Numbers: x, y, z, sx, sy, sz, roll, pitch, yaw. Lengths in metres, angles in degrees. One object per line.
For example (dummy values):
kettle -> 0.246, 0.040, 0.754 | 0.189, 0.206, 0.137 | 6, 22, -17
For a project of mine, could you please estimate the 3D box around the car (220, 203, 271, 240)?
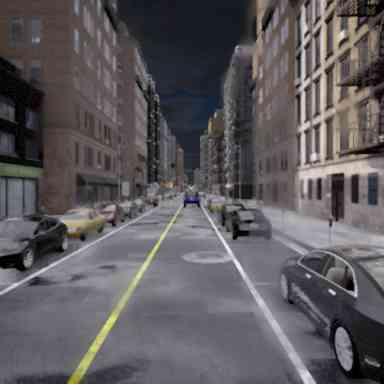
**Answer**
car -> 2.625, 1.446, 16.086 | 1.947, 1.339, 4.313 | 0, 0, 0

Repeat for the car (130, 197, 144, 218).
car -> -5.407, 1.348, 26.915 | 2.008, 1.369, 4.403 | 0, 0, 0

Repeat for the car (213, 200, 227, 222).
car -> 2.622, 1.405, 21.499 | 1.947, 1.339, 4.313 | 0, 0, 0

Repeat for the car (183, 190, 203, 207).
car -> -0.008, 0.884, 44.129 | 2.150, 2.045, 5.566 | 0, 1, 0

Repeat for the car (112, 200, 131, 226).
car -> -5.404, 1.421, 21.503 | 1.802, 1.307, 4.206 | 0, 0, 0

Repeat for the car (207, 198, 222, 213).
car -> 2.614, 1.278, 32.494 | 1.752, 1.417, 4.829 | 0, 0, 0

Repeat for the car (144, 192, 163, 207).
car -> -5.419, 0.982, 43.151 | 2.192, 1.841, 5.009 | 0, 0, 0

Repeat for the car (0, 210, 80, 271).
car -> -5.396, 1.486, 10.677 | 1.947, 1.339, 4.313 | 0, 0, 0

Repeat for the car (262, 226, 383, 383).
car -> 2.633, 1.511, 5.261 | 2.008, 1.369, 4.403 | 0, 0, 0

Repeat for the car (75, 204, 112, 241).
car -> -5.400, 1.406, 15.920 | 1.752, 1.417, 4.829 | 0, 0, 0

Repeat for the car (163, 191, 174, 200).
car -> -5.437, 1.004, 69.615 | 2.008, 1.369, 4.403 | 0, 0, 0

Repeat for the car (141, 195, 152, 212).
car -> -5.411, 1.304, 32.328 | 2.008, 1.369, 4.403 | 0, 0, 0

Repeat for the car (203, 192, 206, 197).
car -> 2.577, 0.759, 85.974 | 1.967, 1.590, 4.097 | 0, 0, 0

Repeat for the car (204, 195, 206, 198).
car -> 2.610, 1.293, 37.737 | 1.802, 1.307, 4.206 | 0, 0, 0
